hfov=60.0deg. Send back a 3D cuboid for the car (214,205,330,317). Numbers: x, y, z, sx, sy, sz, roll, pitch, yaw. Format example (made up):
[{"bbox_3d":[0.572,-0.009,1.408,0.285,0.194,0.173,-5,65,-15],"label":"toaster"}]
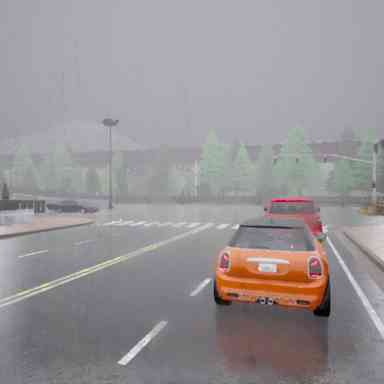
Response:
[{"bbox_3d":[2.025,1.351,7.855,2.097,1.767,4.553,0,0,19],"label":"car"}]

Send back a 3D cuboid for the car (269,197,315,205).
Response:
[{"bbox_3d":[4.220,1.220,14.123,2.150,2.045,5.566,0,0,16],"label":"car"}]

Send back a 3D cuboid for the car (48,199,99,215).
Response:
[{"bbox_3d":[-11.797,1.503,33.876,4.892,1.490,1.837,0,0,19],"label":"car"}]
